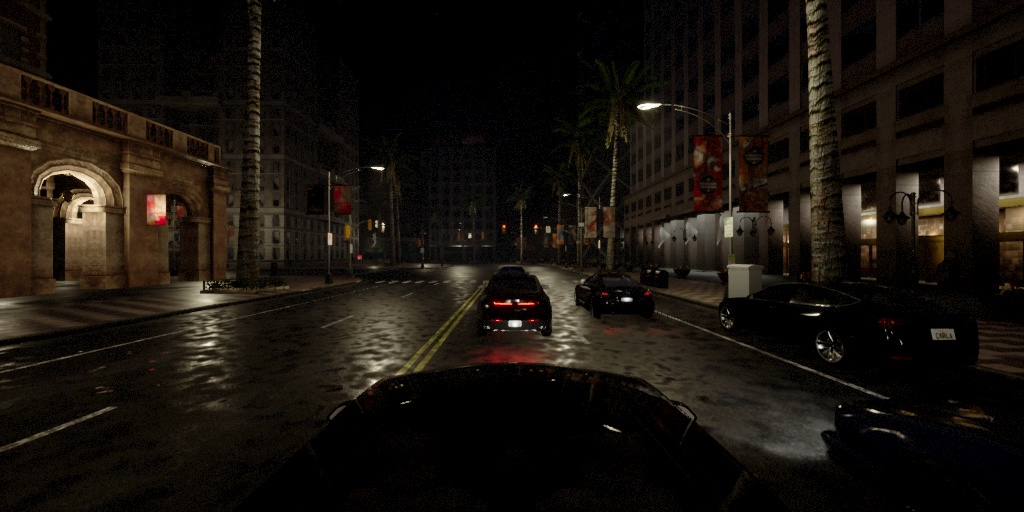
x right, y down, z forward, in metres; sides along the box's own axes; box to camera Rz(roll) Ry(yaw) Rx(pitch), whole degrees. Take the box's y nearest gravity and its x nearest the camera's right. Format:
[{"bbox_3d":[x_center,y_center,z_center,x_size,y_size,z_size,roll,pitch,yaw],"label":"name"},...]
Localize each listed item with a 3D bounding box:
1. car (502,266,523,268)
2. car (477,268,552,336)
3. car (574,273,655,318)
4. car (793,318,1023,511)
[{"bbox_3d":[0.003,1.276,19.334,1.812,1.442,4.674,0,0,-2],"label":"car"},{"bbox_3d":[0.047,1.254,10.387,1.837,1.490,4.892,0,0,-1],"label":"car"},{"bbox_3d":[3.539,1.314,13.076,1.994,1.385,4.181,0,0,0],"label":"car"},{"bbox_3d":[3.609,1.298,0.585,2.033,1.411,5.357,0,0,0],"label":"car"}]
